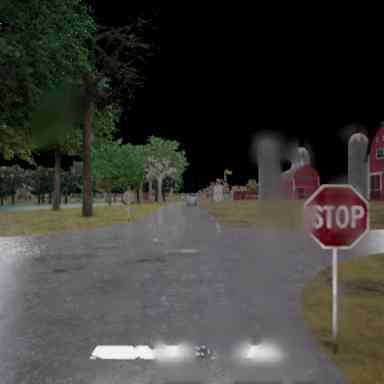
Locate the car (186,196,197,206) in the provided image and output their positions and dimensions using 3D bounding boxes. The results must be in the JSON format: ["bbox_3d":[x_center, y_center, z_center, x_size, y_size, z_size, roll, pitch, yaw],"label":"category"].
[{"bbox_3d":[-0.077,1.824,60.744,2.128,1.511,4.902,0,-1,0],"label":"car"}]

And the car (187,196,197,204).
[{"bbox_3d":[-0.090,1.676,71.139,2.097,1.767,4.553,0,-1,0],"label":"car"}]
